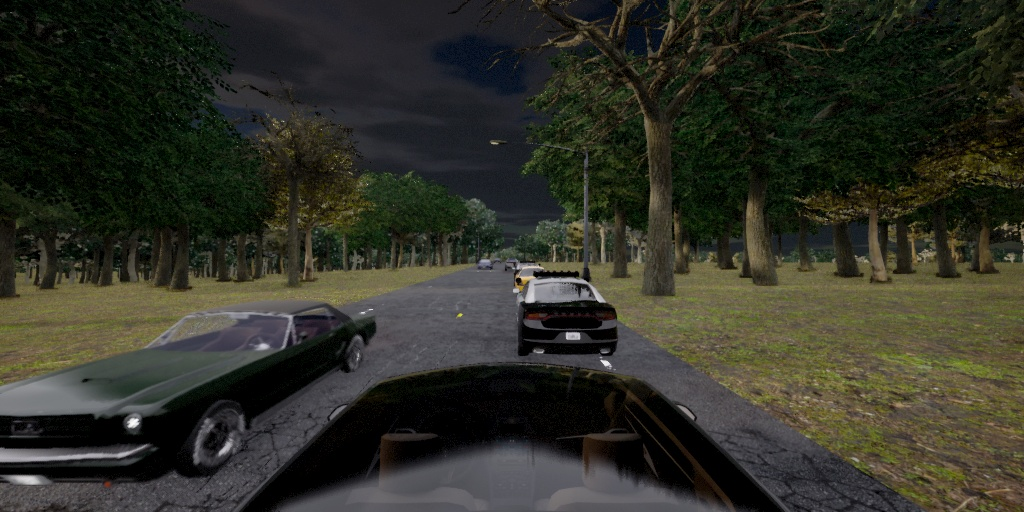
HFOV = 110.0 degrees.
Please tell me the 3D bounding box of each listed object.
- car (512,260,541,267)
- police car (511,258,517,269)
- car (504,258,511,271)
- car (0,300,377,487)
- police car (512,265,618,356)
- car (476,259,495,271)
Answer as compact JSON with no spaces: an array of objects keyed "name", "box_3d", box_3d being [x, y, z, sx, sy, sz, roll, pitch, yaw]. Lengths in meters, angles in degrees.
[{"name":"car","box_3d":[1.057,1.192,18.850,1.801,1.575,5.366,0,0,0]},{"name":"police car","box_3d":[1.060,1.148,24.770,1.930,1.638,5.238,0,0,0]},{"name":"car","box_3d":[0.036,1.130,45.977,2.128,1.511,4.902,0,0,1]},{"name":"car","box_3d":[-3.598,1.351,4.864,1.895,1.301,4.718,0,0,0]},{"name":"police car","box_3d":[1.054,1.174,8.767,1.930,1.638,5.238,0,0,0]},{"name":"car","box_3d":[-3.579,1.154,47.908,1.812,1.442,4.674,0,0,0]}]
